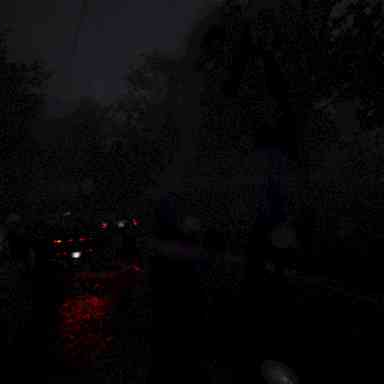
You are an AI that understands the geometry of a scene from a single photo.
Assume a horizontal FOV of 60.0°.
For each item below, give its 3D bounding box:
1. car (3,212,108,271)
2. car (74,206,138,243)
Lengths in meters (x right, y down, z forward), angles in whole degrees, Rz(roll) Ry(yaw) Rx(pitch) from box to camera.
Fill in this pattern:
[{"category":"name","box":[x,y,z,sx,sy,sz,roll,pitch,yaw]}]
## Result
[{"category":"car","box":[-5.010,1.596,11.525,1.837,1.490,4.892,1,-1,-42]},{"category":"car","box":[-4.559,1.412,15.284,4.553,1.767,2.097,-1,1,41]}]
